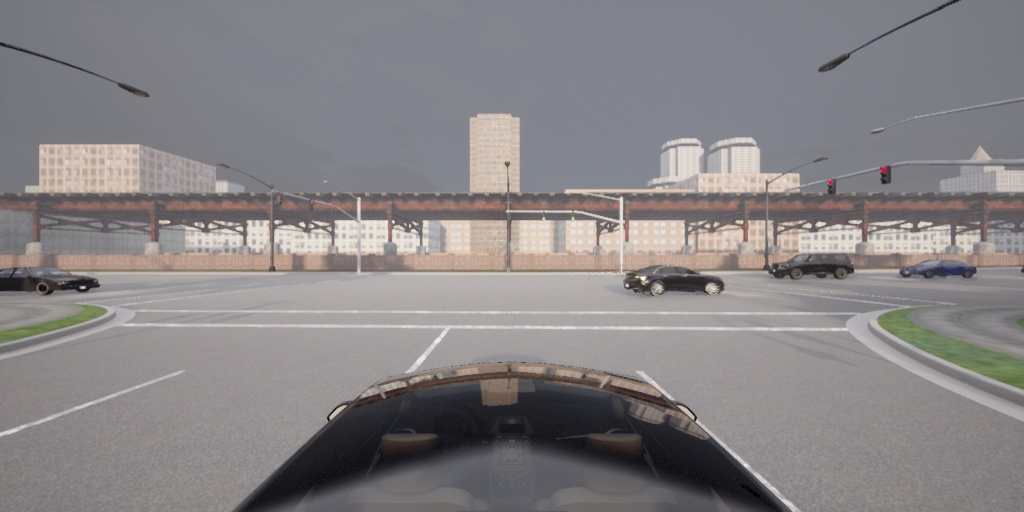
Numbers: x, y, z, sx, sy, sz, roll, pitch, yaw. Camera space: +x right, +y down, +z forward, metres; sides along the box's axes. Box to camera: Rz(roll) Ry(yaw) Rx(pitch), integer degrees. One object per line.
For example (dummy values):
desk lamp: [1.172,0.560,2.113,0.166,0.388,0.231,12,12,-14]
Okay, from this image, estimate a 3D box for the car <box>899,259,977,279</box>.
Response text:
car: [33.329,0.987,28.086,4.674,1.442,1.812,-1,0,2]

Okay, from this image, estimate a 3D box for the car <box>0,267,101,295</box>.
car: [-25.289,1.281,18.993,5.357,1.411,2.033,0,0,2]

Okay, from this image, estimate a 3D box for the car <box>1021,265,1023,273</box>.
car: [42.814,0.799,27.817,4.902,1.511,2.128,-1,0,2]

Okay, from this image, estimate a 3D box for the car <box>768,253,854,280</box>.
car: [23.571,0.799,28.337,5.566,2.045,2.150,-1,0,3]

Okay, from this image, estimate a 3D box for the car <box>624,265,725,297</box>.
car: [8.148,1.205,18.060,4.892,1.490,1.837,0,-3,-6]
